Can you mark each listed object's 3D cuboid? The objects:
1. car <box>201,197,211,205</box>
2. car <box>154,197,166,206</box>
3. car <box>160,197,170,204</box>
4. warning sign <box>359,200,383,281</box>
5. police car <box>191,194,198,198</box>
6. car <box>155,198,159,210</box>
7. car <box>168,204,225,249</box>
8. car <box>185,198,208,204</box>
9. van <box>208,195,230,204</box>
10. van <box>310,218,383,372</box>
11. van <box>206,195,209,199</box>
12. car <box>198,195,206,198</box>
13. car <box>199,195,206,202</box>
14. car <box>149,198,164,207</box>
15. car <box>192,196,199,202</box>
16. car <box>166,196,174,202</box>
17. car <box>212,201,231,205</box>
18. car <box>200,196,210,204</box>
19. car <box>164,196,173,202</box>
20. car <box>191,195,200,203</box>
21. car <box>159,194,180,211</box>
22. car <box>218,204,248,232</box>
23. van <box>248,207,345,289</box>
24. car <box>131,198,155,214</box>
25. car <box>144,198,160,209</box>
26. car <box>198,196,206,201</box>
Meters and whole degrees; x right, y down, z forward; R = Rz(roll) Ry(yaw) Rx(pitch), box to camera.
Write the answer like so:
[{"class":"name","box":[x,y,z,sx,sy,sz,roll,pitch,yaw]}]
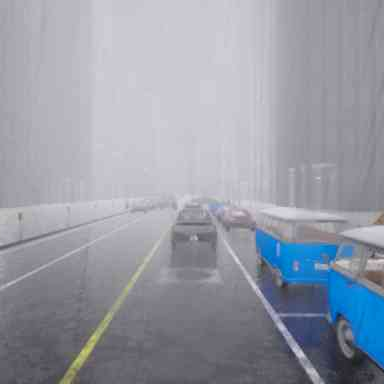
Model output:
[{"class":"car","box":[2.763,1.714,65.926,1.752,1.417,4.829,0,0,0]},{"class":"car","box":[-5.762,1.696,59.904,1.752,1.417,4.829,0,0,0]},{"class":"car","box":[-5.762,1.751,71.430,1.887,1.381,4.507,0,0,0]},{"class":"warning sign","box":[5.067,1.135,8.286,1.300,1.860,1.060,0,0,0]},{"class":"police car","box":[0.901,1.622,68.396,1.930,1.638,5.238,0,0,0]},{"class":"car","box":[-5.762,1.561,43.043,1.967,1.590,4.097,0,0,0]},{"class":"car","box":[0.082,1.530,14.793,2.128,1.511,4.902,0,0,0]},{"class":"car","box":[0.085,1.575,30.556,2.128,1.511,4.902,0,0,0]},{"class":"van","box":[2.763,1.428,31.691,1.690,1.788,3.998,0,0,0]},{"class":"van","box":[2.763,1.349,3.304,1.690,1.788,3.998,0,0,0]},{"class":"van","box":[2.763,1.445,37.369,1.690,1.788,3.998,0,0,0]},{"class":"car","box":[2.763,1.486,60.079,2.192,1.841,5.009,0,0,0]},{"class":"car","box":[2.763,1.706,88.466,1.967,1.590,4.097,0,0,0]},{"class":"car","box":[-5.762,1.720,54.398,1.947,1.339,4.313,0,0,0]},{"class":"car","box":[0.901,1.707,84.476,1.801,1.575,5.366,0,0,0]},{"class":"car","box":[-5.762,1.832,88.462,1.947,1.339,4.313,0,0,0]},{"class":"car","box":[2.763,1.652,26.013,1.802,1.307,4.206,0,0,0]},{"class":"car","box":[2.763,1.647,71.434,1.967,1.590,4.097,0,0,0]},{"class":"car","box":[-5.762,1.790,82.784,1.887,1.381,4.507,0,0,0]},{"class":"car","box":[0.767,1.581,78.241,2.097,1.767,4.553,0,0,-1]},{"class":"car","box":[-3.093,1.345,44.066,2.150,2.045,5.566,0,0,0]},{"class":"car","box":[2.763,1.636,20.335,1.802,1.307,4.206,0,0,0]},{"class":"van","box":[2.763,1.363,8.981,1.690,1.788,3.998,0,0,0]},{"class":"car","box":[-5.762,1.655,37.366,2.008,1.369,4.403,0,0,0]},{"class":"car","box":[-5.762,1.662,48.550,1.752,1.417,4.829,0,0,0]},{"class":"car","box":[2.763,1.852,94.144,1.947,1.339,4.313,0,0,0]}]
